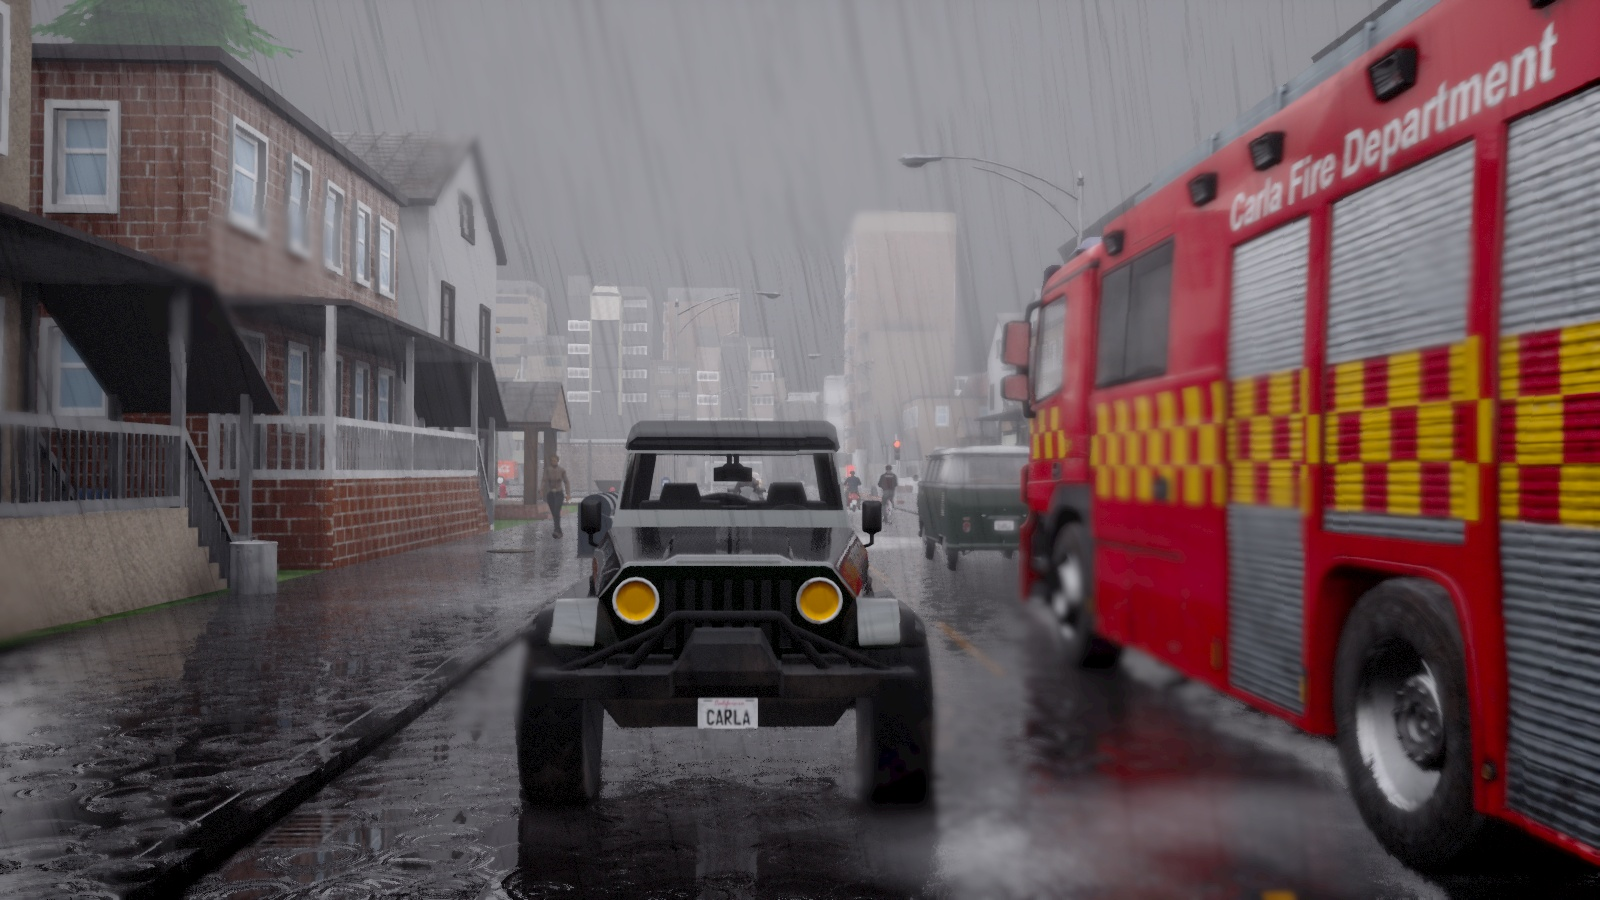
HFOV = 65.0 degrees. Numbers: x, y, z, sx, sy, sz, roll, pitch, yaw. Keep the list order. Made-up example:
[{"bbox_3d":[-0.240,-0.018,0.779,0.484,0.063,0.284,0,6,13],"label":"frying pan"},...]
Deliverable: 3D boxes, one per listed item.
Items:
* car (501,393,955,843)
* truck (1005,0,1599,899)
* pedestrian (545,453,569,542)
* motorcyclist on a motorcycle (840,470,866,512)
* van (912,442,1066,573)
[{"bbox_3d":[-0.380,0.733,7.230,1.905,1.878,3.866,0,-1,-2],"label":"car"},{"bbox_3d":[3.596,-0.234,7.796,2.891,3.827,8.468,0,-1,-3],"label":"truck"},{"bbox_3d":[-5.057,0.982,26.140,0.331,1.846,0.634,0,-1,3],"label":"pedestrian"},{"bbox_3d":[2.054,1.576,48.807,0.866,1.590,1.817,0,0,-2],"label":"motorcyclist on a motorcycle"},{"bbox_3d":[3.086,0.913,21.384,1.775,1.987,4.442,0,-1,-2],"label":"van"}]
